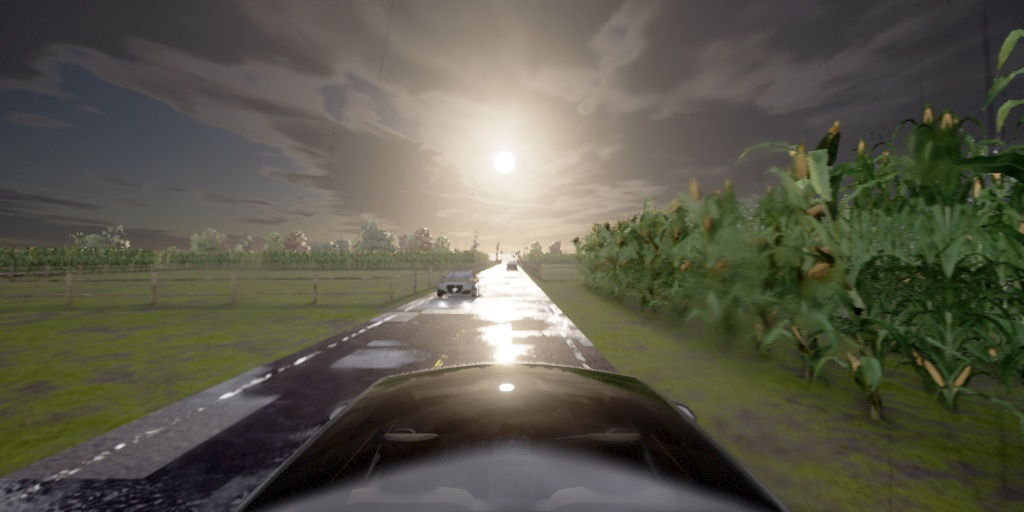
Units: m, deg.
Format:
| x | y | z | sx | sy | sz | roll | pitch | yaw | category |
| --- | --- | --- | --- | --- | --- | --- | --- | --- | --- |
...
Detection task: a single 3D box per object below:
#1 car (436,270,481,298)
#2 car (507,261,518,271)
| x | y | z | sx | sy | sz | roll | pitch | yaw | category |
| --- | --- | --- | --- | --- | --- | --- | --- | --- | --- |
| -2.798 | 1.474 | 19.574 | 1.994 | 1.385 | 4.181 | 0 | -1 | 0 | car |
| 0.007 | 1.750 | 62.636 | 1.882 | 1.535 | 5.008 | 0 | 0 | 0 | car |
